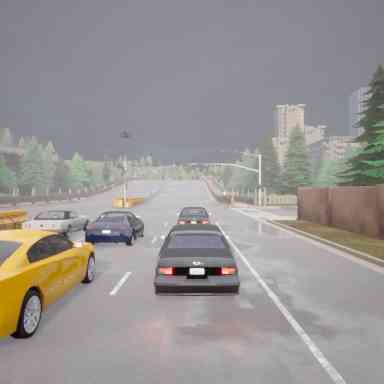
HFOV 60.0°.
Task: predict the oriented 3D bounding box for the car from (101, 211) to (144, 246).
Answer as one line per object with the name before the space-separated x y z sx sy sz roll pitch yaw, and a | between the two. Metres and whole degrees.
car | -3.419 1.564 15.353 1.994 1.385 4.181 0 0 0

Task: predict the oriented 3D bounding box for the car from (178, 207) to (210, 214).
car | 0.106 1.547 18.872 2.033 1.411 5.357 0 0 1

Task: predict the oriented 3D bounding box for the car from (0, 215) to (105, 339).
car | -3.406 1.478 6.596 1.882 1.535 5.008 0 0 0

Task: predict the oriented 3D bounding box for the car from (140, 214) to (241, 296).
car | 0.092 1.547 8.806 2.033 1.411 5.357 0 0 0

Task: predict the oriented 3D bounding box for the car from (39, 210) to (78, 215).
car | -6.916 1.601 17.582 1.895 1.301 4.718 0 0 0
